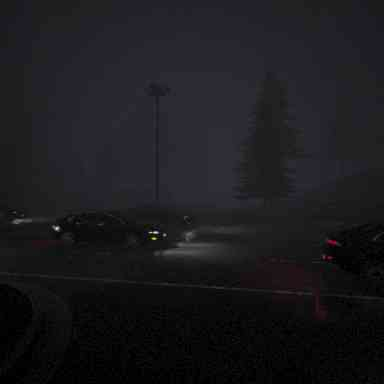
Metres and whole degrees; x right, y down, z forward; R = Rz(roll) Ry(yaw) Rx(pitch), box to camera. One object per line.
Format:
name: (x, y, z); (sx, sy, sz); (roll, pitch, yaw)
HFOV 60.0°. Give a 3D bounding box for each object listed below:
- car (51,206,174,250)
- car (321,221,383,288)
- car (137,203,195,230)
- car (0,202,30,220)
car: (-3.481, 1.504, 14.061); (4.892, 1.490, 1.837); (0, 0, 13)
car: (5.843, 1.488, 8.254); (4.902, 1.511, 2.128); (0, 0, 13)
car: (-2.286, 1.476, 20.973); (5.008, 1.535, 1.882); (0, 0, 13)
car: (-16.465, 1.548, 27.931); (5.357, 1.411, 2.033); (0, 0, 13)
